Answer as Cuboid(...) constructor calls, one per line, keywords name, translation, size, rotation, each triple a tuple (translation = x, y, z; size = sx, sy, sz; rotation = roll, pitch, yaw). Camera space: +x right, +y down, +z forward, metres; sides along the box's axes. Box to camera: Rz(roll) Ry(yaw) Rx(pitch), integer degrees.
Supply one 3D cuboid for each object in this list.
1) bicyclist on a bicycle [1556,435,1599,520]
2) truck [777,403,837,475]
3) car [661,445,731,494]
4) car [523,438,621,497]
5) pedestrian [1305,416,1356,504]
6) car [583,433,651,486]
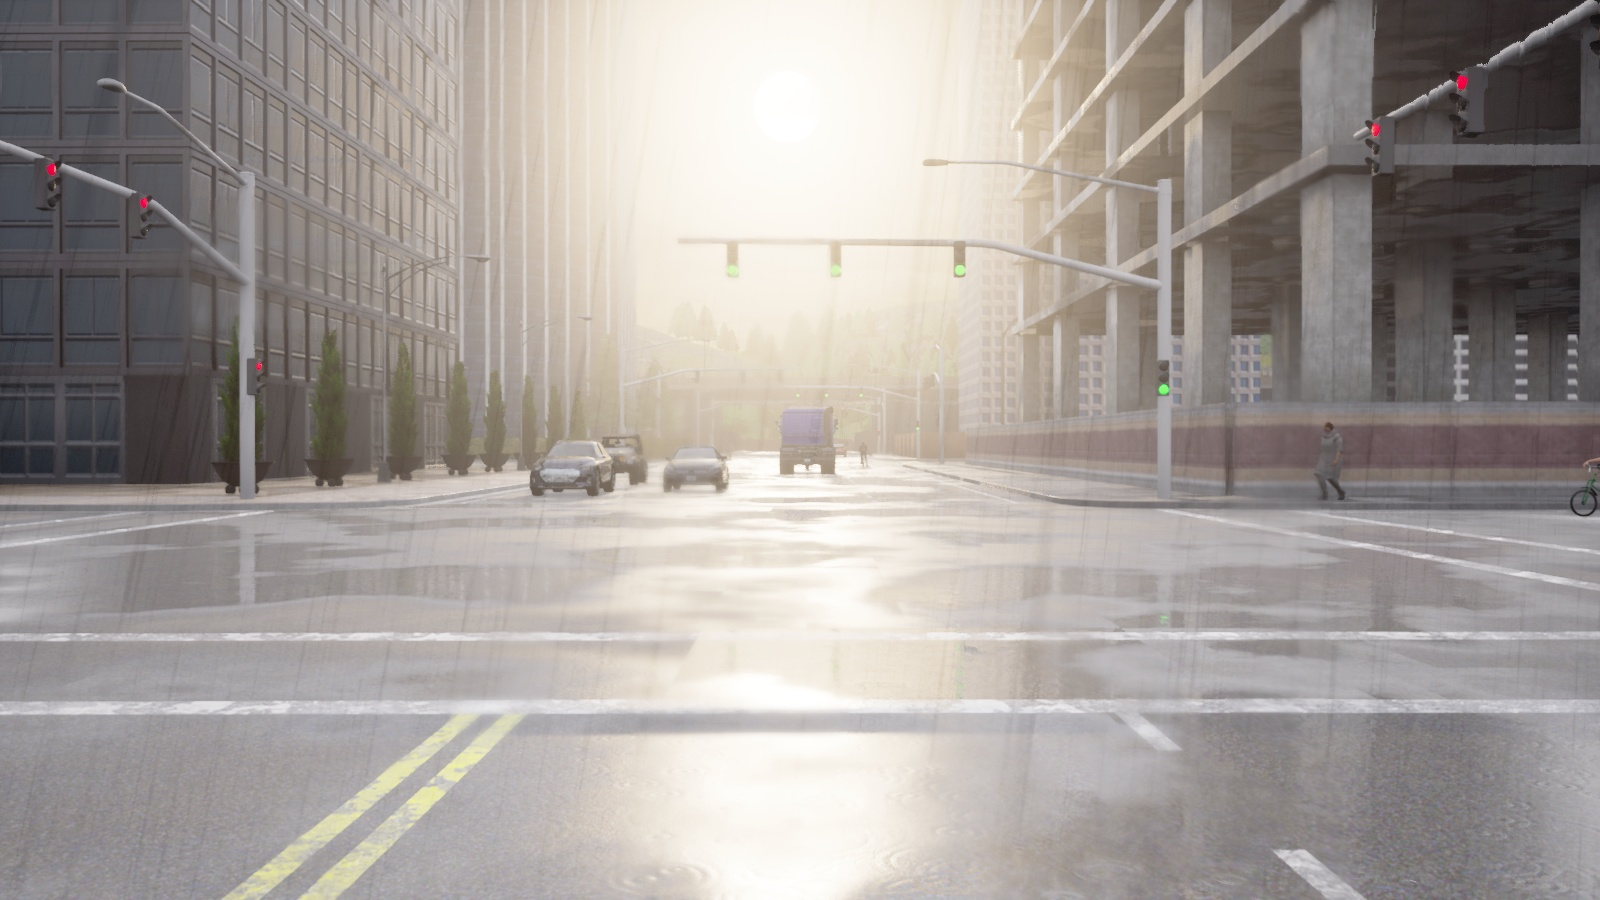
Cuboid(name="bicyclist on a bicycle", translation=(15.733, 0.523, 24.427), size=(1.509, 1.612, 0.866), rotation=(0, 0, 0))
Cuboid(name="truck", translation=(0.383, -0.545, 64.523), size=(2.891, 3.462, 7.936), rotation=(0, 0, 0))
Cuboid(name="car", translation=(-3.257, 0.577, 40.049), size=(1.812, 1.442, 4.674), rotation=(0, 0, 0))
Cuboid(name="car", translation=(-6.770, 0.489, 37.817), size=(2.033, 1.649, 4.856), rotation=(0, 0, 0))
Cuboid(name="pedestrian", translation=(11.969, 0.220, 28.334), size=(0.873, 1.952, 0.659), rotation=(0, 0, -26))
Cuboid(name="car", translation=(-6.721, 0.314, 46.480), size=(1.905, 1.878, 3.866), rotation=(0, 0, 0))
